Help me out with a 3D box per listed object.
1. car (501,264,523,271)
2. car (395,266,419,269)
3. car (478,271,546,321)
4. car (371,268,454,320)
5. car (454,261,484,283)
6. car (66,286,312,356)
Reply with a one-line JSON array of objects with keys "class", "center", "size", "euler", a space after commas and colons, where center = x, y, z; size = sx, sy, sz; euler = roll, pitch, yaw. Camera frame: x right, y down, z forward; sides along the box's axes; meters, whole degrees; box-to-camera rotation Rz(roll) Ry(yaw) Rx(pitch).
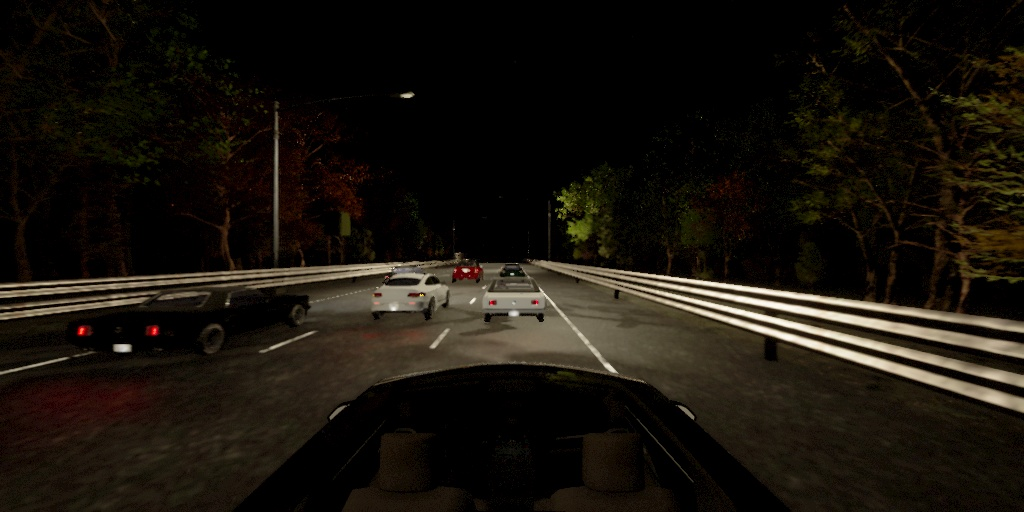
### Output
[{"class": "car", "center": [0.022, 1.375, 29.794], "size": [1.994, 1.385, 4.181], "euler": [0, 0, 0]}, {"class": "car", "center": [-6.983, 1.348, 24.299], "size": [2.033, 1.411, 5.357], "euler": [0, 0, 0]}, {"class": "car", "center": [0.066, 1.375, 12.530], "size": [1.895, 1.301, 4.718], "euler": [0, 0, 0]}, {"class": "car", "center": [-3.434, 1.302, 12.726], "size": [1.812, 1.442, 4.674], "euler": [0, 0, 0]}, {"class": "car", "center": [-3.478, 1.162, 29.000], "size": [2.097, 1.767, 4.553], "euler": [0, 0, 0]}, {"class": "car", "center": [-6.947, 1.367, 8.632], "size": [1.895, 1.301, 4.718], "euler": [0, 0, 0]}]
